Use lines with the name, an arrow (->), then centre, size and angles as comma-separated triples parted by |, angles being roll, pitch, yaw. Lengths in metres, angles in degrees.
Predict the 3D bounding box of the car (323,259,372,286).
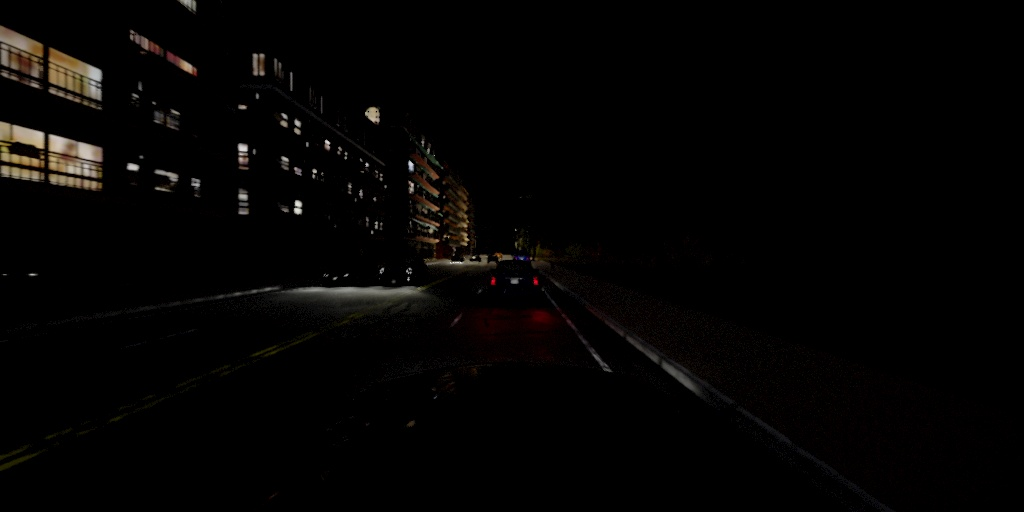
car -> -9.838, 0.969, 22.343 | 1.837, 1.490, 4.892 | 0, 1, 0

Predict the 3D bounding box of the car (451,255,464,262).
car -> -9.748, 0.446, 64.349 | 1.994, 1.385, 4.181 | 0, 1, 0

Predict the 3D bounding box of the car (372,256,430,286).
car -> -6.588, 0.819, 22.203 | 2.097, 1.767, 4.553 | 0, 1, 0

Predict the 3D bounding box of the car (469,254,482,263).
car -> -6.494, 0.433, 64.399 | 2.033, 1.411, 5.357 | 0, 1, 0

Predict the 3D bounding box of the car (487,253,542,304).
car -> 0.101, 0.918, 15.243 | 2.097, 1.767, 4.553 | 0, 1, 0

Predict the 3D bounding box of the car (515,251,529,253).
car -> 1.147, 0.392, 43.949 | 2.150, 2.045, 5.566 | 0, 1, 0
